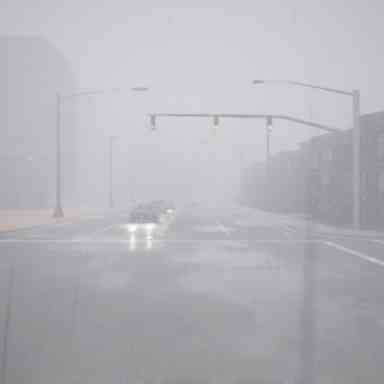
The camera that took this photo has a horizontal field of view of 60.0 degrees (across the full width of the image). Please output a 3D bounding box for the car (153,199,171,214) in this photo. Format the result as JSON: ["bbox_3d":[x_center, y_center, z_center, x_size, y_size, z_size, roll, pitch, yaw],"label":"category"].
[{"bbox_3d":[-3.602,1.532,35.845,1.837,1.490,4.892,0,0,0],"label":"car"}]

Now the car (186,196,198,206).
[{"bbox_3d":[-0.005,1.568,55.565,1.812,1.442,4.674,0,0,0],"label":"car"}]

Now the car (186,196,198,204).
[{"bbox_3d":[-0.013,1.542,65.747,2.128,1.511,4.902,0,0,0],"label":"car"}]

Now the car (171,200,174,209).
[{"bbox_3d":[-3.575,1.636,45.980,1.895,1.301,4.718,0,0,0],"label":"car"}]

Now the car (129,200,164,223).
[{"bbox_3d":[-3.604,1.584,25.912,1.994,1.385,4.181,0,0,0],"label":"car"}]
